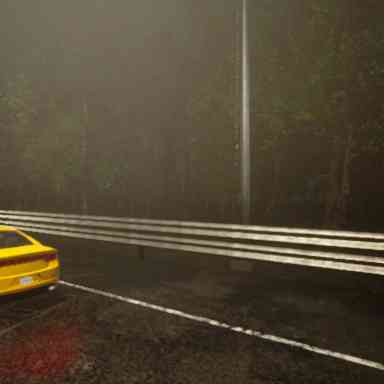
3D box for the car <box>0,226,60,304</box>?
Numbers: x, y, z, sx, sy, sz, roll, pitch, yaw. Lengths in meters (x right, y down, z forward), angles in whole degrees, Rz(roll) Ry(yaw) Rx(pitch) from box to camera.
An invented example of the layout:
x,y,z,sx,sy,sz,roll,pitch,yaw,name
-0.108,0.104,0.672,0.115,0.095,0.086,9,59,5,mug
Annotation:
x,y,z,sx,sy,sz,roll,pitch,yaw,name
-5.099,1.508,7.647,5.008,1.535,1.882,0,0,36,car
